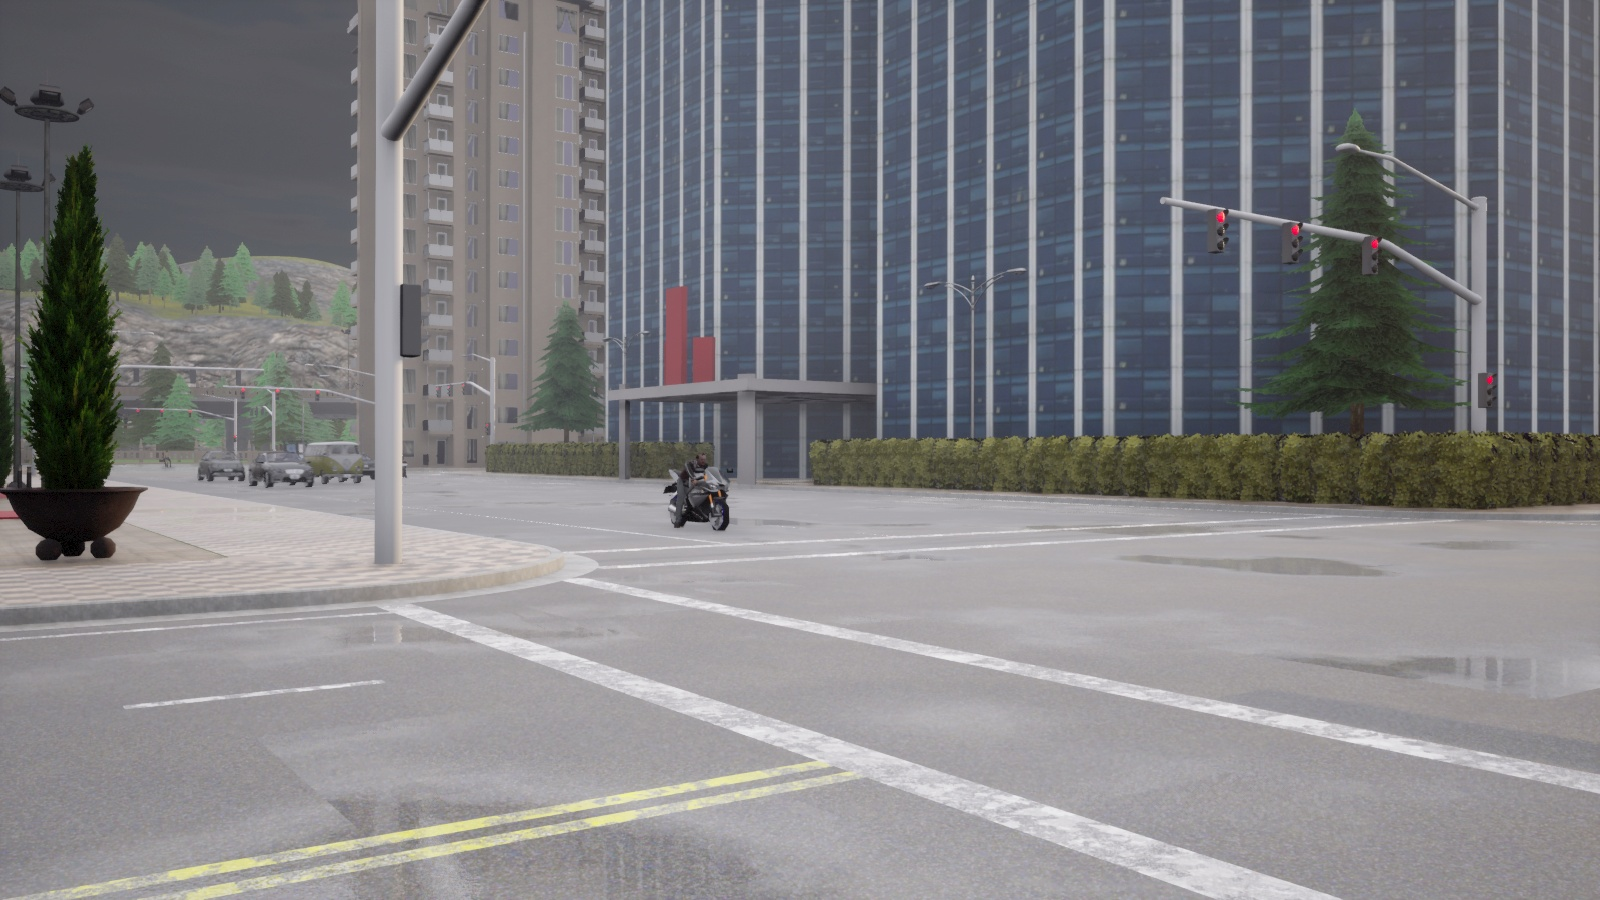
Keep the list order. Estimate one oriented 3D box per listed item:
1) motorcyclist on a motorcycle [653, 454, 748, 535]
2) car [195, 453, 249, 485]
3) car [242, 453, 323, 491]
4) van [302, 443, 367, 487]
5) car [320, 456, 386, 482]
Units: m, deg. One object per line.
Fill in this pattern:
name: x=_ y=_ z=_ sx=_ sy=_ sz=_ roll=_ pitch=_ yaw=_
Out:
motorcyclist on a motorcycle: x=-1.993 y=0.845 z=24.775 sx=0.866 sy=1.530 sz=2.191 roll=0 pitch=0 yaw=-35
car: x=-29.102 y=0.940 z=63.193 sx=1.789 sy=1.549 sz=3.705 roll=0 pitch=0 yaw=-35
car: x=-21.894 y=0.877 z=52.978 sx=2.128 sy=1.511 sz=4.902 roll=0 pitch=0 yaw=-35
van: x=-21.918 y=0.689 z=59.083 sx=1.775 sy=1.987 sz=4.442 roll=0 pitch=0 yaw=-35
car: x=-24.587 y=1.013 z=68.936 sx=2.033 sy=1.411 sz=5.357 roll=0 pitch=0 yaw=-35
